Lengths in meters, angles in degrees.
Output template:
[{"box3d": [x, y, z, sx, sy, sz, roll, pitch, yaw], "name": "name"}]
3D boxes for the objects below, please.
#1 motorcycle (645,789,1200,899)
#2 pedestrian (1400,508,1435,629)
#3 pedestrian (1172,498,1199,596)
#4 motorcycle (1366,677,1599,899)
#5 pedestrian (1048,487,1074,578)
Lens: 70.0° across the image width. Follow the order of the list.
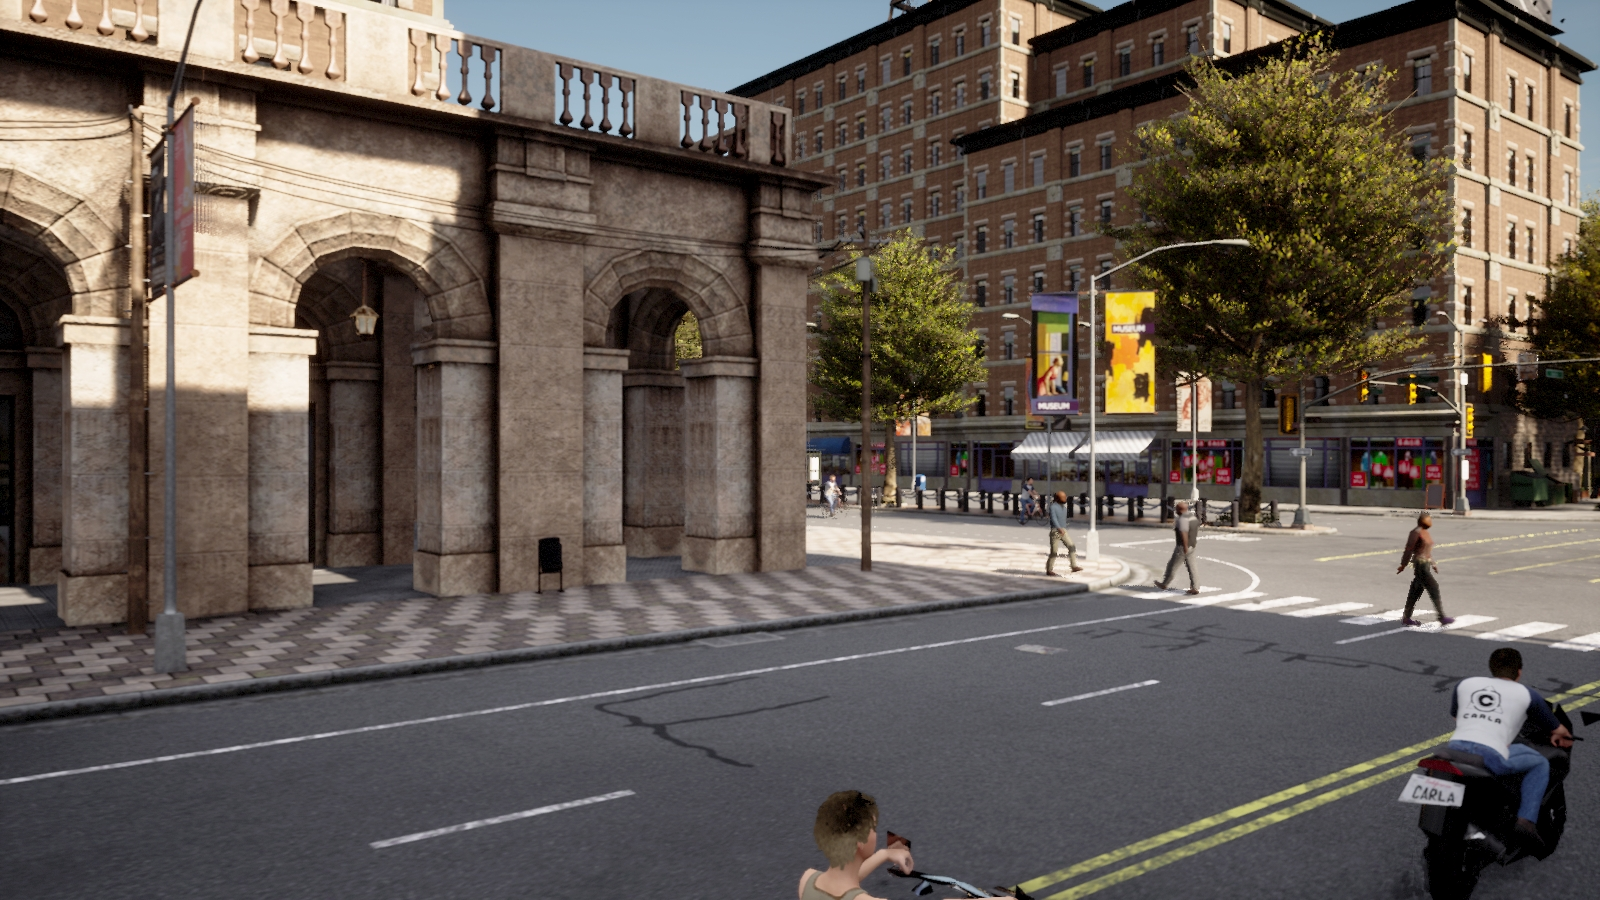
[{"box3d": [0.442, 2.174, 4.163, 2.356, 1.277, 0.764, 0, 0, -38], "name": "motorcycle"}, {"box3d": [9.763, 1.867, 18.068, 0.375, 1.860, 0.375, 0, 0, -41], "name": "pedestrian"}, {"box3d": [7.501, 1.868, 22.236, 0.375, 1.860, 0.375, 0, 0, -42], "name": "pedestrian"}, {"box3d": [4.542, 2.221, 7.370, 2.033, 1.145, 0.803, 0, 0, -38], "name": "motorcycle"}, {"box3d": [5.435, 1.716, 23.785, 0.375, 1.860, 0.375, 0, 0, -34], "name": "pedestrian"}]
